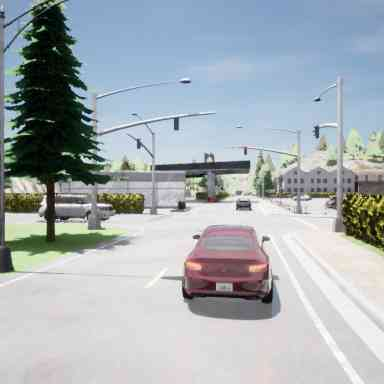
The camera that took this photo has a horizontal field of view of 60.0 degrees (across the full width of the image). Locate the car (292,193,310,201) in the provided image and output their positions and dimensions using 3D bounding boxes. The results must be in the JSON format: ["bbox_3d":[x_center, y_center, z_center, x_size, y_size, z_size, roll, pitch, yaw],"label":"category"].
[{"bbox_3d":[24.846,1.361,75.825,3.806,1.475,1.970,0,0,9],"label":"car"}]

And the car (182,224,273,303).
[{"bbox_3d":[0.932,1.526,8.188,1.812,1.442,4.674,0,0,9],"label":"car"}]

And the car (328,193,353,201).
[{"bbox_3d":[33.225,1.097,74.526,4.605,1.855,1.932,0,0,9],"label":"car"}]

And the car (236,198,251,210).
[{"bbox_3d":[6.735,1.491,43.362,2.128,1.511,4.902,0,0,9],"label":"car"}]

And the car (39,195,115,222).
[{"bbox_3d":[-8.630,1.221,25.025,5.566,2.045,2.150,0,0,9],"label":"car"}]

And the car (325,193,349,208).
[{"bbox_3d":[19.495,1.330,41.988,5.027,1.636,2.152,0,0,9],"label":"car"}]

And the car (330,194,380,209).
[{"bbox_3d":[19.053,1.340,38.882,4.514,1.523,2.007,0,0,9],"label":"car"}]

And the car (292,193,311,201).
[{"bbox_3d":[25.973,1.077,79.012,3.866,1.878,1.905,0,0,9],"label":"car"}]
